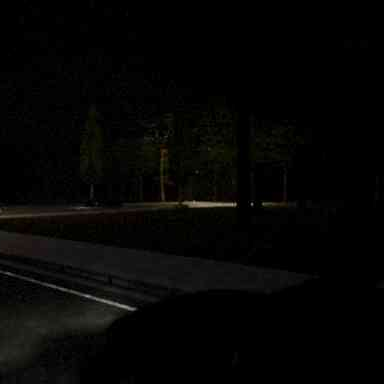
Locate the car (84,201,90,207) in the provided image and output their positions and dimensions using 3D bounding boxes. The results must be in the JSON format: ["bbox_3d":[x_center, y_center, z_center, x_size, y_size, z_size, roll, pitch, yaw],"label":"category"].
[{"bbox_3d":[-16.026,1.825,55.991,1.994,1.385,4.181,0,0,35],"label":"car"}]

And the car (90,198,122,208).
[{"bbox_3d":[-13.493,1.747,53.956,2.128,1.511,4.902,0,0,35],"label":"car"}]

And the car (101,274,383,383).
[{"bbox_3d":[1.365,1.477,2.711,5.008,1.535,1.882,0,0,35],"label":"car"}]
